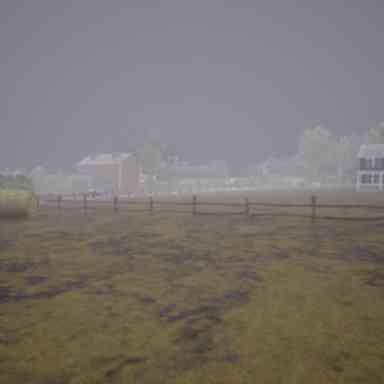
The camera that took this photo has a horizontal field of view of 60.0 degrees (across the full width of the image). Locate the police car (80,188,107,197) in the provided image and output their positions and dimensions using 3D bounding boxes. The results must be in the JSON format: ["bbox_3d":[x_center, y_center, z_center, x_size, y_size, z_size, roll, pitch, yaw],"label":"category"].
[{"bbox_3d":[-17.783,0.048,60.091,1.930,1.638,5.238,2,4,35],"label":"police car"}]
